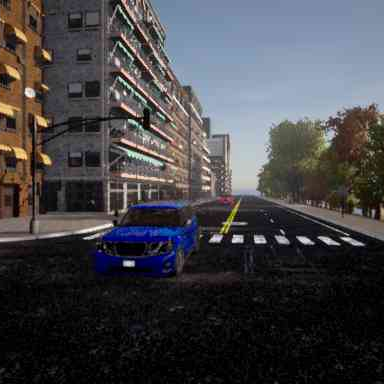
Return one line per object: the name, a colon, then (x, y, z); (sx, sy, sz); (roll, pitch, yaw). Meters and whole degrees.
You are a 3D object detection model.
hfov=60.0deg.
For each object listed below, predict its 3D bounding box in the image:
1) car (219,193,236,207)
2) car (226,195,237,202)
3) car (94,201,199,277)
car: (5.500, 1.258, 52.790); (2.150, 2.045, 5.566); (0, 0, 9)
car: (8.849, 1.462, 74.128); (2.128, 1.511, 4.902); (0, 0, 9)
car: (-1.106, 1.367, 10.757); (2.150, 2.045, 5.566); (0, 0, 9)
